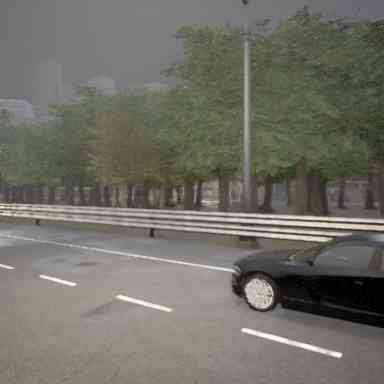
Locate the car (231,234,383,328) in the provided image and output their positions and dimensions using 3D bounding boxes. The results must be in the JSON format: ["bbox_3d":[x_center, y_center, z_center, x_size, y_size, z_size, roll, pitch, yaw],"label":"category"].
[{"bbox_3d":[3.089,1.495,5.966,5.008,1.535,1.882,0,0,36],"label":"car"}]
